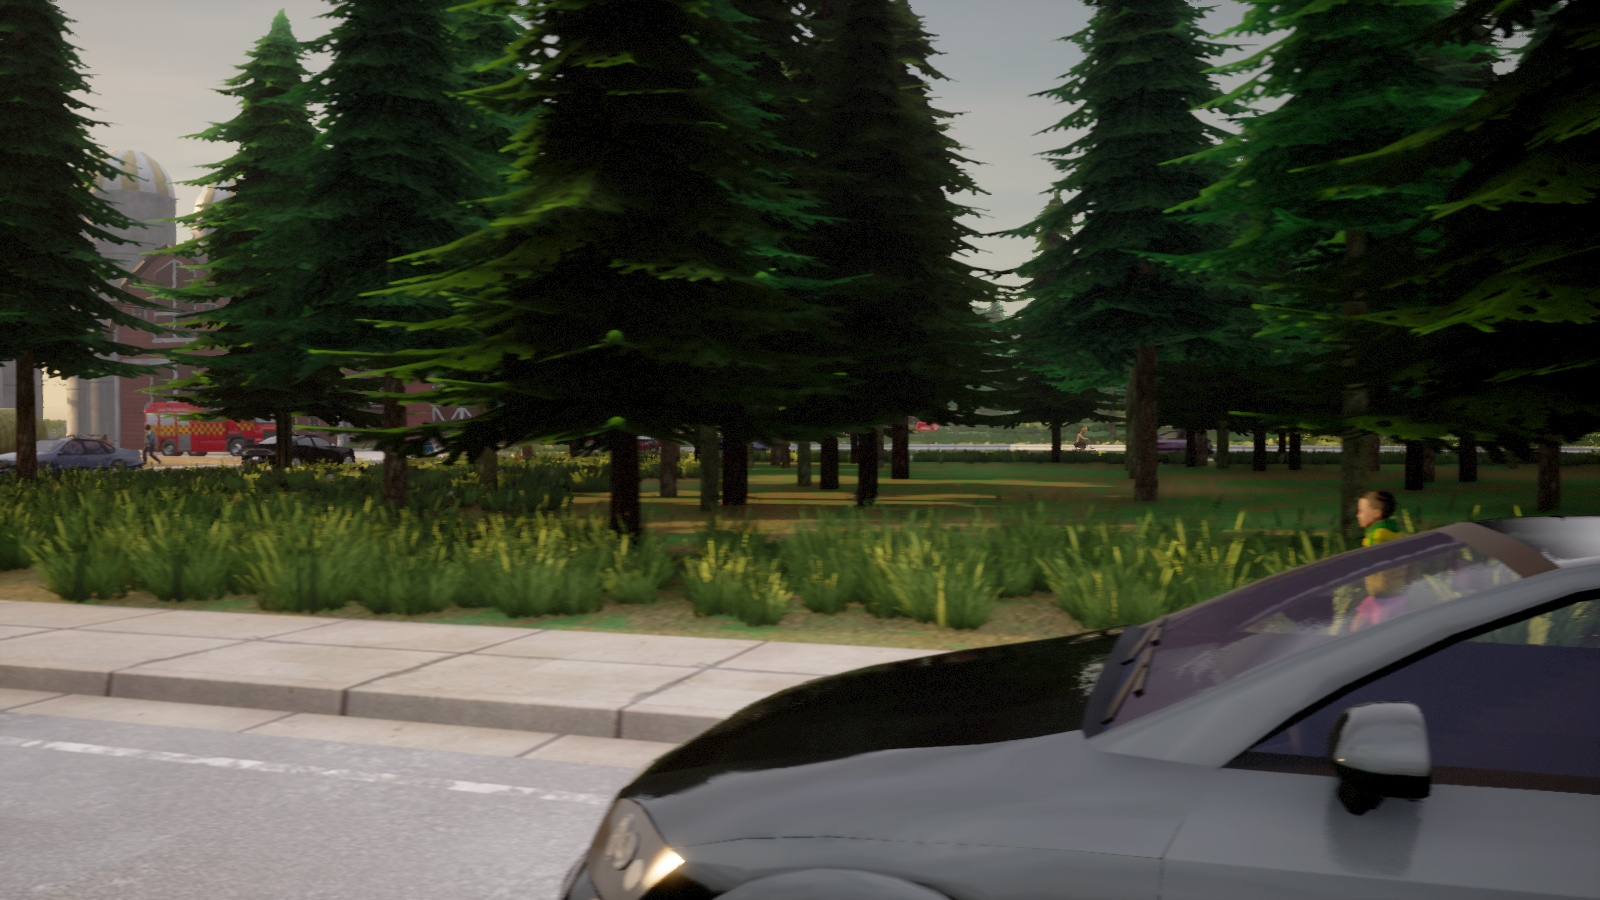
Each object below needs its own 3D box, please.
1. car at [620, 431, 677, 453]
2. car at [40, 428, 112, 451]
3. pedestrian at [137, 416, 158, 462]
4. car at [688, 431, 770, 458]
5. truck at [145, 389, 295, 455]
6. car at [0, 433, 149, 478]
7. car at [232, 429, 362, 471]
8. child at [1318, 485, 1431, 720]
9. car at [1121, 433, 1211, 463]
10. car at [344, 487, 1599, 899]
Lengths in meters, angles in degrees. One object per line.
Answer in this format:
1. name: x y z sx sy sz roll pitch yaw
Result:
1. car: -10.529 -0.595 87.812 2.163 1.488 4.792 1 1 18
2. car: -48.357 -0.691 83.898 4.193 1.474 1.816 1 1 16
3. pedestrian: -27.968 -0.476 53.800 0.396 1.930 0.692 1 1 35
4. car: -3.993 -0.310 70.778 4.193 1.474 1.816 0 1 16
5. truck: -35.239 -1.699 76.351 8.468 3.827 2.891 0 1 16
6. car: -24.886 0.128 42.330 2.033 1.411 5.357 1 1 17
7. car: -19.288 -0.018 48.436 1.882 1.535 5.008 1 1 18
8. child: 3.002 0.775 6.563 0.473 1.160 0.299 1 1 37
9. car: 18.734 -0.120 64.267 4.193 1.474 1.816 1 1 24
10. car: 1.414 0.852 2.718 4.181 1.385 1.994 1 1 19
